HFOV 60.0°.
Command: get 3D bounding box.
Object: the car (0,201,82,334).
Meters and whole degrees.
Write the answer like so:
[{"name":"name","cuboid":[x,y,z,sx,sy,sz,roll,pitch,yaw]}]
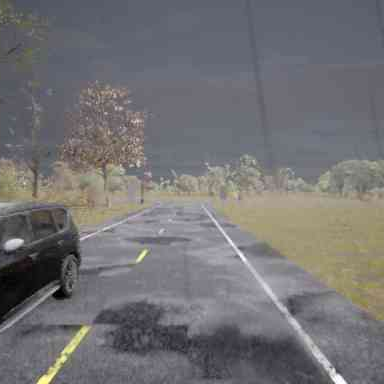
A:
[{"name":"car","cuboid":[-3.603,1.218,5.513,2.150,2.045,5.566,0,0,0]}]
